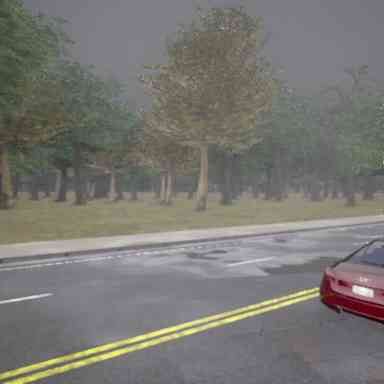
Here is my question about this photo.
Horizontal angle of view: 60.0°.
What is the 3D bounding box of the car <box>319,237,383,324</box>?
[{"bbox_3d":[4.430,1.603,6.611,4.181,1.385,1.994,0,0,-36],"label":"car"}]
